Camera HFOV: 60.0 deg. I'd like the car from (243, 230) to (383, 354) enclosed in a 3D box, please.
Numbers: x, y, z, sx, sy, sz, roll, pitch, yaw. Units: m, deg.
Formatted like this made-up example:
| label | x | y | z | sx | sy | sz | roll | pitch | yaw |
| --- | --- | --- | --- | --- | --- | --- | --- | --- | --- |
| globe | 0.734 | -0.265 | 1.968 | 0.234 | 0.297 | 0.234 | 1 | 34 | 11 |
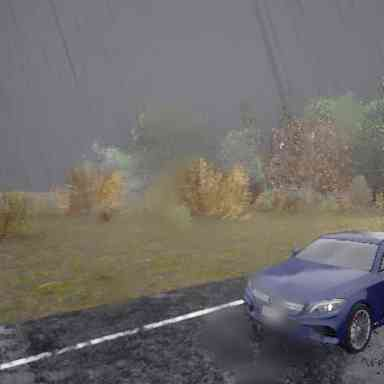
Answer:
| label | x | y | z | sx | sy | sz | roll | pitch | yaw |
| --- | --- | --- | --- | --- | --- | --- | --- | --- | --- |
| car | 3.043 | 1.500 | 6.195 | 4.674 | 1.442 | 1.812 | 0 | 0 | -36 |
